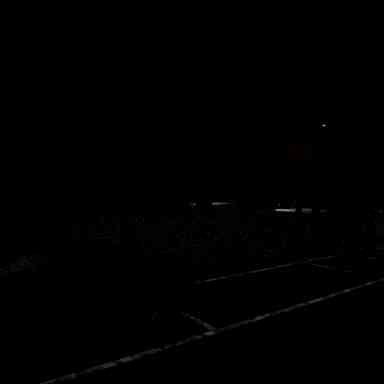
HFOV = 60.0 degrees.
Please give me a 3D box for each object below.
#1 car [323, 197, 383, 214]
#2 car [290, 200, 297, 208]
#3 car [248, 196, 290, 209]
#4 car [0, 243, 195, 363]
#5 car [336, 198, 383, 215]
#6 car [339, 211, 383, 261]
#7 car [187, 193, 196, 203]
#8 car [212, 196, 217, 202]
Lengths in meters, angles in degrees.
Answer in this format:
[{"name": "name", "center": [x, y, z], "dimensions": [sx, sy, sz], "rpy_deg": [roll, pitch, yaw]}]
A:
[{"name": "car", "center": [13.713, 1.235, 28.513], "dimensions": [2.128, 1.511, 4.902], "rpy_deg": [0, 1, -33]}, {"name": "car", "center": [10.072, 1.155, 39.488], "dimensions": [1.895, 1.301, 4.718], "rpy_deg": [0, 1, -35]}, {"name": "car", "center": [8.106, 1.133, 36.615], "dimensions": [1.994, 1.385, 4.181], "rpy_deg": [0, 1, -36]}, {"name": "car", "center": [-2.061, 1.545, 5.172], "dimensions": [4.507, 1.381, 1.887], "rpy_deg": [0, 0, -35]}, {"name": "car", "center": [15.999, 1.300, 31.060], "dimensions": [1.994, 1.385, 4.181], "rpy_deg": [0, 1, -36]}, {"name": "car", "center": [6.837, 1.552, 11.449], "dimensions": [4.403, 1.369, 2.008], "rpy_deg": [0, 0, -35]}, {"name": "car", "center": [-0.106, 0.850, 48.363], "dimensions": [1.812, 1.442, 4.674], "rpy_deg": [0, 1, -34]}, {"name": "car", "center": [1.944, 0.839, 51.115], "dimensions": [1.812, 1.442, 4.674], "rpy_deg": [0, 1, -35]}]
